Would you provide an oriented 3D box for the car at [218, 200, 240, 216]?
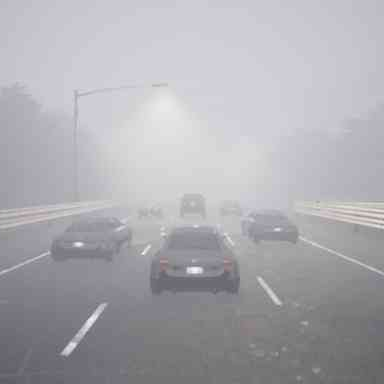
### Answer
[{"bbox_3d":[3.579,1.461,31.445,1.994,1.385,4.181,0,0,0],"label":"car"}]

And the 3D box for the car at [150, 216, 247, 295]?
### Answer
[{"bbox_3d":[0.069,1.555,8.767,1.994,1.385,4.181,0,0,0],"label":"car"}]

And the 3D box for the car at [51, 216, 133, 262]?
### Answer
[{"bbox_3d":[-3.421,1.550,12.063,1.994,1.385,4.181,0,0,0],"label":"car"}]

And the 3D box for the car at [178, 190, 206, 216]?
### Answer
[{"bbox_3d":[0.082,1.132,29.690,2.150,2.045,5.566,0,0,0],"label":"car"}]

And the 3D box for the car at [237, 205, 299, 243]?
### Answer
[{"bbox_3d":[3.584,1.539,15.912,1.994,1.385,4.181,0,0,0],"label":"car"}]

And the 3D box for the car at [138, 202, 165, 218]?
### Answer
[{"bbox_3d":[-3.419,1.515,29.005,1.895,1.301,4.718,0,0,0],"label":"car"}]
